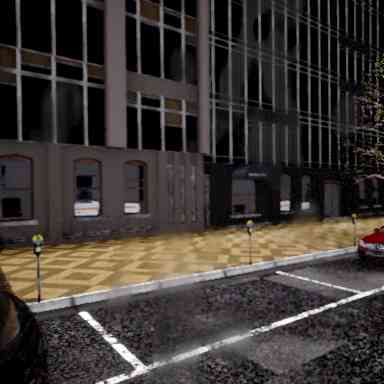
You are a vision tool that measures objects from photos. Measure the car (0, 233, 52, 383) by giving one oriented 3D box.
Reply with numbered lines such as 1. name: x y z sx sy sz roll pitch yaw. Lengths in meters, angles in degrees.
1. car: -3.256 1.216 0.748 5.566 2.045 2.150 0 0 -35

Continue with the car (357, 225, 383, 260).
1. car: 7.356 1.614 11.356 4.206 1.307 1.802 0 -1 -35
